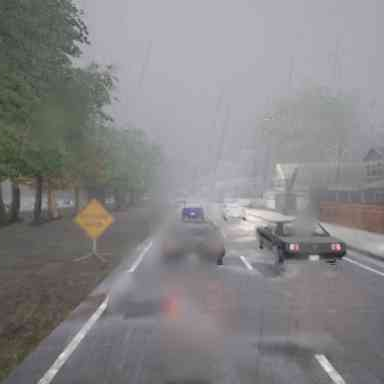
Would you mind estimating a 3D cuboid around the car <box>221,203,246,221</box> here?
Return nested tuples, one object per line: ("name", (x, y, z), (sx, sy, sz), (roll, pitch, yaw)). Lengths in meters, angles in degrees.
("car", (3.576, 1.711, 29.271), (1.812, 1.442, 4.674), (0, -1, 0))

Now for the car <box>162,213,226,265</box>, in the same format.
("car", (0.062, 1.637, 11.846), (1.895, 1.301, 4.718), (0, 0, 0))

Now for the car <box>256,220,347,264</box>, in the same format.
("car", (3.561, 1.637, 11.859), (1.895, 1.301, 4.718), (0, 0, 0))

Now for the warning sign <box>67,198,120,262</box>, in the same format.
("warning sign", (-3.040, 1.142, 10.401), (1.300, 1.860, 1.060), (1, 0, 0))

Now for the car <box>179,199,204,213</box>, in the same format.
("car", (0.076, 1.669, 29.838), (1.882, 1.535, 5.008), (0, -1, 0))

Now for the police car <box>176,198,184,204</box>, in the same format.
("police car", (-2.690, 2.470, 90.548), (1.930, 1.638, 5.238), (0, -1, -5))
